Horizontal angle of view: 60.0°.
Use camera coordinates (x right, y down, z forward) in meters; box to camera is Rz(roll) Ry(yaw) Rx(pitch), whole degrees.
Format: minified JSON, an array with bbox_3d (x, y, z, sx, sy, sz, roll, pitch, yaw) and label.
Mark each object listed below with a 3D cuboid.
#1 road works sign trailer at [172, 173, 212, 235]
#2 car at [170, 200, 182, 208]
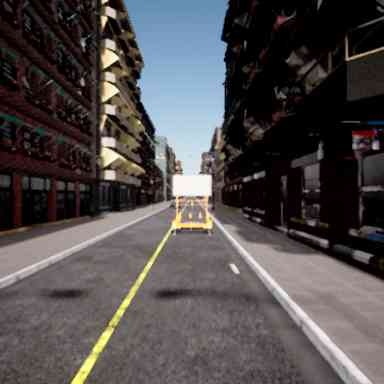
[{"bbox_3d":[0.005,0.662,20.268,2.380,3.560,2.880,0,-1,0],"label":"road works sign trailer"},{"bbox_3d":[-2.785,2.151,58.110,1.994,1.385,4.181,0,-1,1],"label":"car"}]
